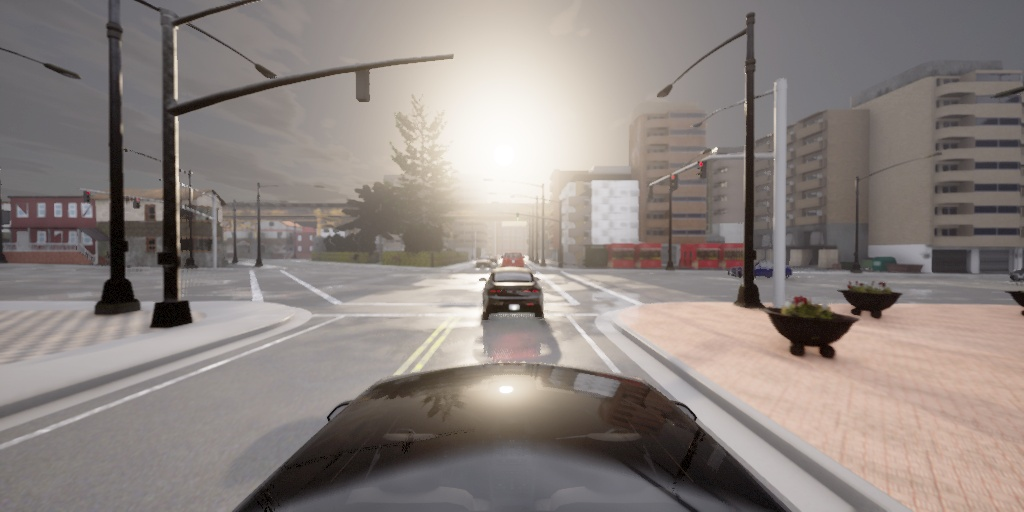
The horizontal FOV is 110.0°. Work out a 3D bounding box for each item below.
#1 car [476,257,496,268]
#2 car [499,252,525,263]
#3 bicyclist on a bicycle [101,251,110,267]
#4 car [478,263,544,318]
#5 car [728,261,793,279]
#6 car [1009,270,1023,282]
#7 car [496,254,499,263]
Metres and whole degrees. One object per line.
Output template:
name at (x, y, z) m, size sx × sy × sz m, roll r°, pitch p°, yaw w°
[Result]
car at (-3.574, 0.777, 46.271) m, size 2.033 × 1.411 × 5.357 m, roll 0°, pitch 1°, yaw 0°
car at (0.116, 0.584, 36.528) m, size 2.150 × 2.045 × 5.566 m, roll 0°, pitch 1°, yaw 0°
bicyclist on a bicycle at (-42.661, 0.333, 37.988) m, size 0.582 × 1.620 × 1.656 m, roll 1°, pitch 1°, yaw 0°
car at (-0.065, 1.142, 12.297) m, size 1.837 × 1.490 × 4.892 m, roll 0°, pitch 0°, yaw -3°
car at (20.159, 1.143, 29.176) m, size 4.674 × 1.442 × 1.812 m, roll 1°, pitch 1°, yaw -1°
car at (43.900, 1.485, 29.305) m, size 4.674 × 1.442 × 1.812 m, roll 1°, pitch 1°, yaw 0°
car at (-3.514, 0.609, 62.117) m, size 1.994 × 1.385 × 4.181 m, roll 0°, pitch 1°, yaw 1°
